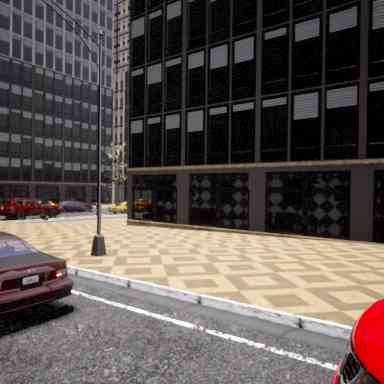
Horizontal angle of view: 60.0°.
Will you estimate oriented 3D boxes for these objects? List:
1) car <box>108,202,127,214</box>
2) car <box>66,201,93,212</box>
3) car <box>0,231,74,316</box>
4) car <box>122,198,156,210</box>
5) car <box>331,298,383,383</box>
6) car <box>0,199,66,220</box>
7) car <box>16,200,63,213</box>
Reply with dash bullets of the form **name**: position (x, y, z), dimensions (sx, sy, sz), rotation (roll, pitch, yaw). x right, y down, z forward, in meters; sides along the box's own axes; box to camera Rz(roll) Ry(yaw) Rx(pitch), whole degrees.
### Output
- **car**: position (-7.580, 1.829, 38.995), dimensions (1.752, 1.417, 4.829), rotation (1, 0, 37)
- **car**: position (-14.449, 1.725, 39.442), dimensions (2.033, 1.411, 5.357), rotation (1, 0, 37)
- **car**: position (-4.797, 1.544, 7.122), dimensions (5.357, 1.411, 2.033), rotation (0, 0, 35)
- **car**: position (-7.651, 1.754, 48.582), dimensions (1.882, 1.535, 5.008), rotation (1, 0, 37)
- **car**: position (3.474, 1.222, 1.196), dimensions (5.566, 2.045, 2.150), rotation (0, 0, 36)
- **car**: position (-14.401, 1.518, 29.801), dimensions (2.192, 1.841, 5.009), rotation (1, 0, 37)
- **car**: position (-17.875, 1.641, 39.185), dimensions (1.752, 1.417, 4.829), rotation (1, 0, 37)
